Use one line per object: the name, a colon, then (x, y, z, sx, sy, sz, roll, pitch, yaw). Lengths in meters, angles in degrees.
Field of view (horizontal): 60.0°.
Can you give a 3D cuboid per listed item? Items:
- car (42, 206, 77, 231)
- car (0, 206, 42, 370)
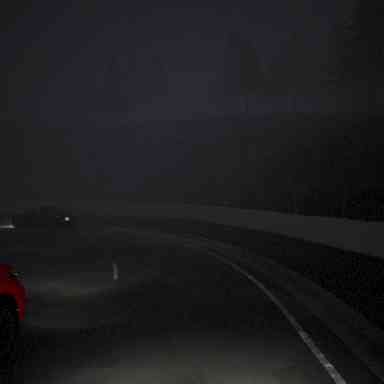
car: (-9.079, 1.546, 20.478, 4.181, 1.385, 1.994, 0, 0, 29)
car: (-3.412, 1.217, 2.369, 2.150, 2.045, 5.566, 0, 0, -1)
